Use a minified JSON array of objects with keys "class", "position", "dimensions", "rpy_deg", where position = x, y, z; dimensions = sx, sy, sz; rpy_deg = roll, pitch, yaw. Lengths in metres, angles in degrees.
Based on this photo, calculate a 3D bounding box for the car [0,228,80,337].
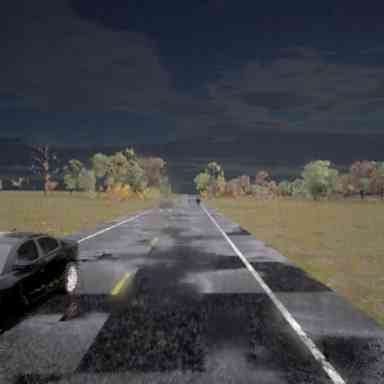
[{"class":"car","position":[-3.601,1.495,5.945],"dimensions":[1.882,1.535,5.008],"rpy_deg":[0,0,0]}]

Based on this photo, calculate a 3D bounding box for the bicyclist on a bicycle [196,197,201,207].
[{"class":"bicyclist on a bicycle","position":[0.963,1.488,45.360],"dimensions":[0.659,1.776,1.843],"rpy_deg":[0,0,0]}]

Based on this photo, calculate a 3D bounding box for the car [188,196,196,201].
[{"class":"car","position":[0.001,1.706,88.167],"dimensions":[2.033,1.411,5.357],"rpy_deg":[0,0,0]}]

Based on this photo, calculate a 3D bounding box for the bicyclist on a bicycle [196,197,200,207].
[{"class":"bicyclist on a bicycle","position":[0.963,1.591,53.837],"dimensions":[0.582,1.620,1.656],"rpy_deg":[0,0,0]}]

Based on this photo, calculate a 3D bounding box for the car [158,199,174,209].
[{"class":"car","position":[-3.581,1.669,46.888],"dimensions":[2.033,1.411,5.357],"rpy_deg":[0,0,0]}]

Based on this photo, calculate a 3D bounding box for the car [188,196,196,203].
[{"class":"car","position":[0.001,1.727,75.170],"dimensions":[2.033,1.411,5.357],"rpy_deg":[0,0,0]}]
